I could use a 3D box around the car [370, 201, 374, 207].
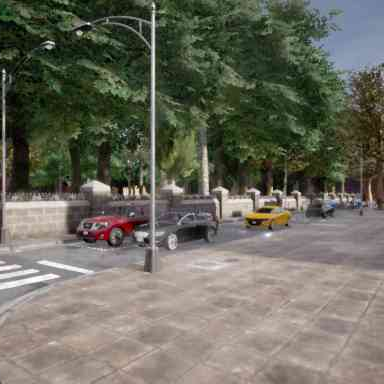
[{"bbox_3d":[38.367,2.645,73.626,1.947,1.339,4.313,-1,-1,36],"label":"car"}]

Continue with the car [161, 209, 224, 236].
[{"bbox_3d":[0.133,1.787,20.582,1.802,1.307,4.206,-1,-1,36],"label":"car"}]

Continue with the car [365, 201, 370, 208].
[{"bbox_3d":[35.081,2.522,69.069,1.752,1.417,4.829,-1,-1,36],"label":"car"}]

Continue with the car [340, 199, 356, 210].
[{"bbox_3d":[25.622,2.317,55.946,2.008,1.369,4.403,-1,-1,36],"label":"car"}]

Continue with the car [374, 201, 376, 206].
[{"bbox_3d":[41.276,2.704,77.678,2.008,1.369,4.403,-1,-1,36],"label":"car"}]

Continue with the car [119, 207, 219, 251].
[{"bbox_3d":[-0.630,1.644,15.170,2.128,1.511,4.902,0,-1,36],"label":"car"}]

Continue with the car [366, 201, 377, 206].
[{"bbox_3d":[44.349,2.814,81.975,1.802,1.307,4.206,-1,-1,36],"label":"car"}]

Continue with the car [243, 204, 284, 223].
[{"bbox_3d":[6.405,1.860,29.286,1.752,1.417,4.829,-1,-1,36],"label":"car"}]

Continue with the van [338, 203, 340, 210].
[{"bbox_3d":[19.249,1.959,47.109,1.690,1.788,3.998,-1,-1,36],"label":"van"}]

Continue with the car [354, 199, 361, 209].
[{"bbox_3d":[28.808,2.408,60.365,1.947,1.339,4.313,-1,-1,36],"label":"car"}]

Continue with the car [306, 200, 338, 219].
[{"bbox_3d":[13.295,1.920,34.453,1.882,1.535,5.008,0,-1,36],"label":"car"}]

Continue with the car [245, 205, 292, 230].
[{"bbox_3d":[5.494,1.754,23.663,1.882,1.535,5.008,0,-1,36],"label":"car"}]

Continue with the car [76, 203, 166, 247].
[{"bbox_3d":[-3.054,1.457,16.166,2.192,1.841,5.009,-1,-1,36],"label":"car"}]

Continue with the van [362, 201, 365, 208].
[{"bbox_3d":[31.994,2.261,64.790,1.690,1.788,3.998,-1,-1,36],"label":"van"}]
